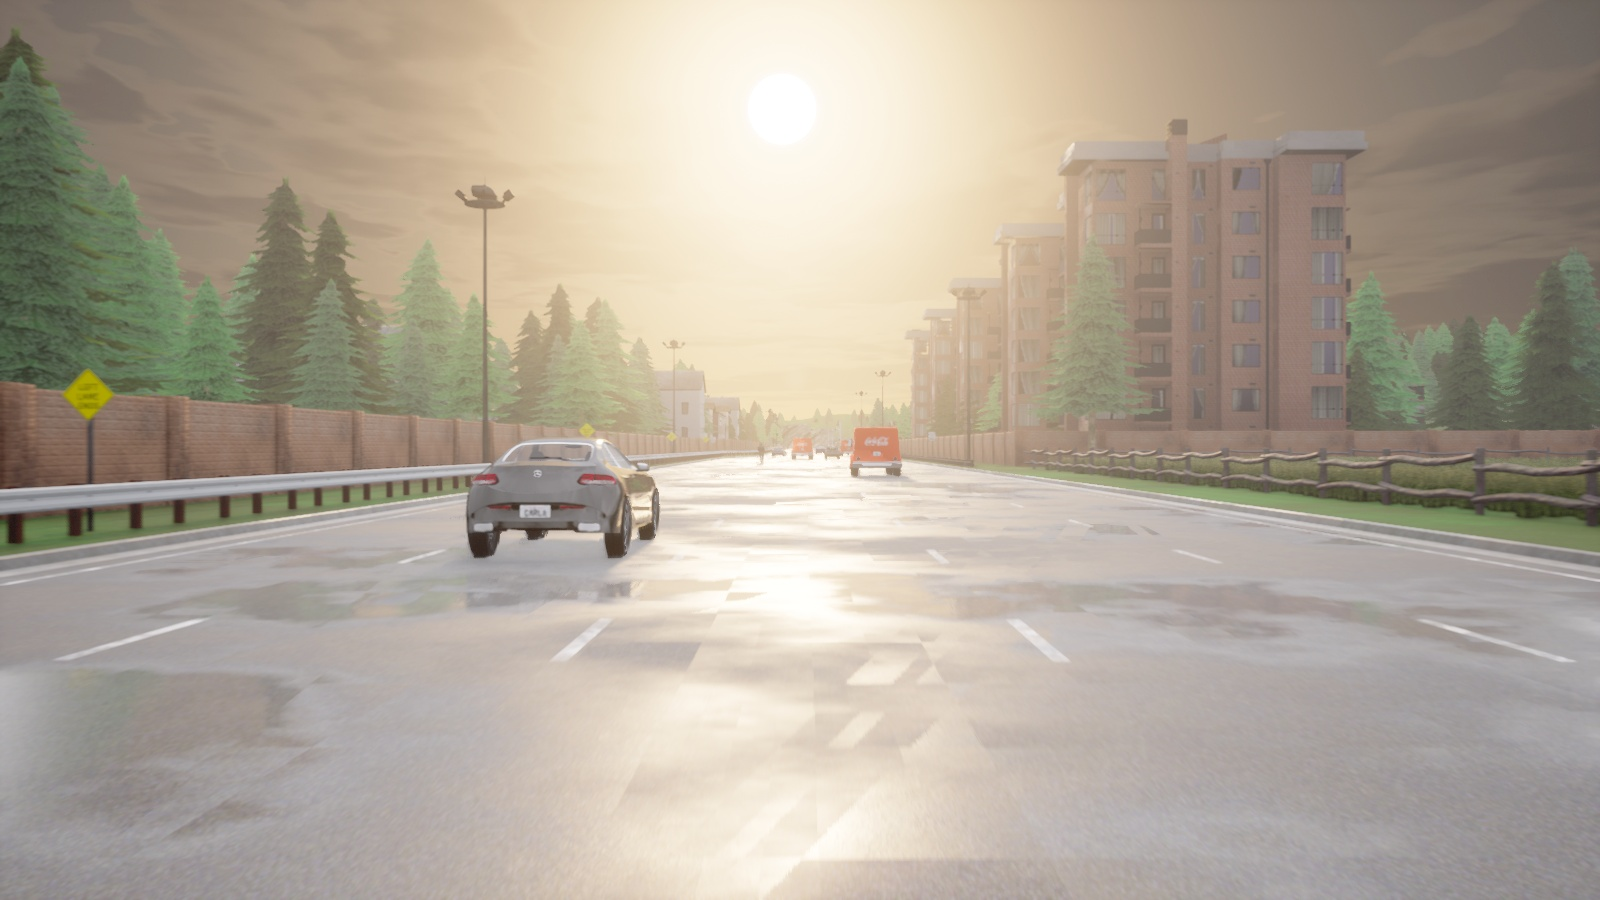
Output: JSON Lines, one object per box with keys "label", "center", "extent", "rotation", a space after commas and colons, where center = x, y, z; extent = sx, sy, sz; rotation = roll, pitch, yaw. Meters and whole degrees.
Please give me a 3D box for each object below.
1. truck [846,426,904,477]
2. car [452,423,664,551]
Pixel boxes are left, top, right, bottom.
{"label": "truck", "center": [3.779, 0.070, 64.218], "extent": [2.627, 2.467, 5.204], "rotation": [0, 0, 0]}
{"label": "car", "center": [-3.378, 0.467, 18.644], "extent": [2.152, 1.651, 5.027], "rotation": [0, 0, 0]}
